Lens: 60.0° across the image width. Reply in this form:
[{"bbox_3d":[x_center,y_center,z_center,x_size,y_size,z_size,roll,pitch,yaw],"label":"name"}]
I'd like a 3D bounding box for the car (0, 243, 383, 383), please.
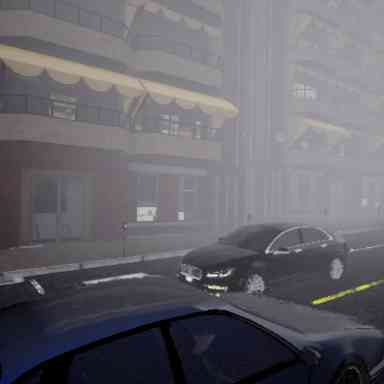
[{"bbox_3d":[-0.401,1.548,2.872,5.357,1.411,2.033,0,0,-35],"label":"car"}]

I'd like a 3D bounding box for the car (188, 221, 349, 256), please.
[{"bbox_3d":[1.919,1.508,8.151,4.892,1.490,1.837,0,0,-36],"label":"car"}]
